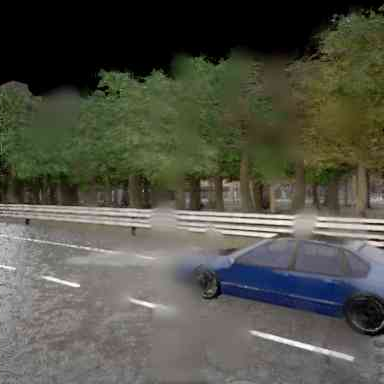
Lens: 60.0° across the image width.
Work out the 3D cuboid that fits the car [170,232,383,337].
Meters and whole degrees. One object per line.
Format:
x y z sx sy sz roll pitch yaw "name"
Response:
2.137 1.549 6.655 5.357 1.411 2.033 0 0 35 "car"
